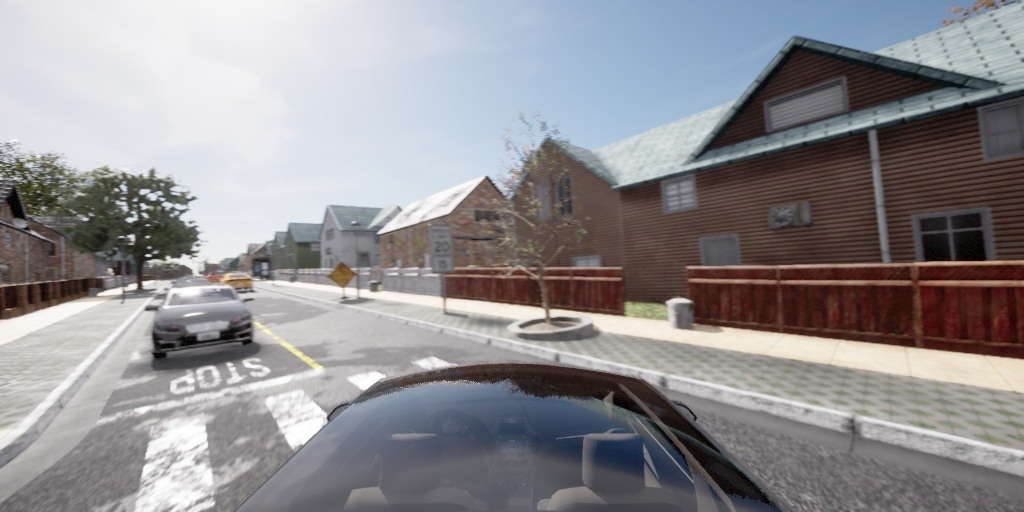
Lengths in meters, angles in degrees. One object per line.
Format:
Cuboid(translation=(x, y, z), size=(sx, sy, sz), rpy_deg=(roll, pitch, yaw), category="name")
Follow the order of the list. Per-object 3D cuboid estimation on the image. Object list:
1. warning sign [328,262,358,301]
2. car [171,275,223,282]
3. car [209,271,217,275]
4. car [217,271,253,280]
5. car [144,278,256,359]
Cuboid(translation=(-8.083, 1.190, 17.314), size=(1.300, 1.860, 1.060), rpy_deg=(0, 0, -43), category="warning sign")
Cuboid(translation=(-15.480, 1.879, 17.390), size=(1.812, 1.442, 4.674), rpy_deg=(-2, 0, -43), category="car")
Cuboid(translation=(-36.386, 2.654, 44.302), size=(2.097, 1.767, 4.553), rpy_deg=(-2, -1, -43), category="car")
Cuboid(translation=(-22.743, 2.159, 29.571), size=(1.882, 1.535, 5.008), rpy_deg=(-2, 0, -43), category="car")
Cuboid(translation=(-8.323, 1.550, 9.656), size=(2.128, 1.511, 4.902), rpy_deg=(-2, 0, -43), category="car")
